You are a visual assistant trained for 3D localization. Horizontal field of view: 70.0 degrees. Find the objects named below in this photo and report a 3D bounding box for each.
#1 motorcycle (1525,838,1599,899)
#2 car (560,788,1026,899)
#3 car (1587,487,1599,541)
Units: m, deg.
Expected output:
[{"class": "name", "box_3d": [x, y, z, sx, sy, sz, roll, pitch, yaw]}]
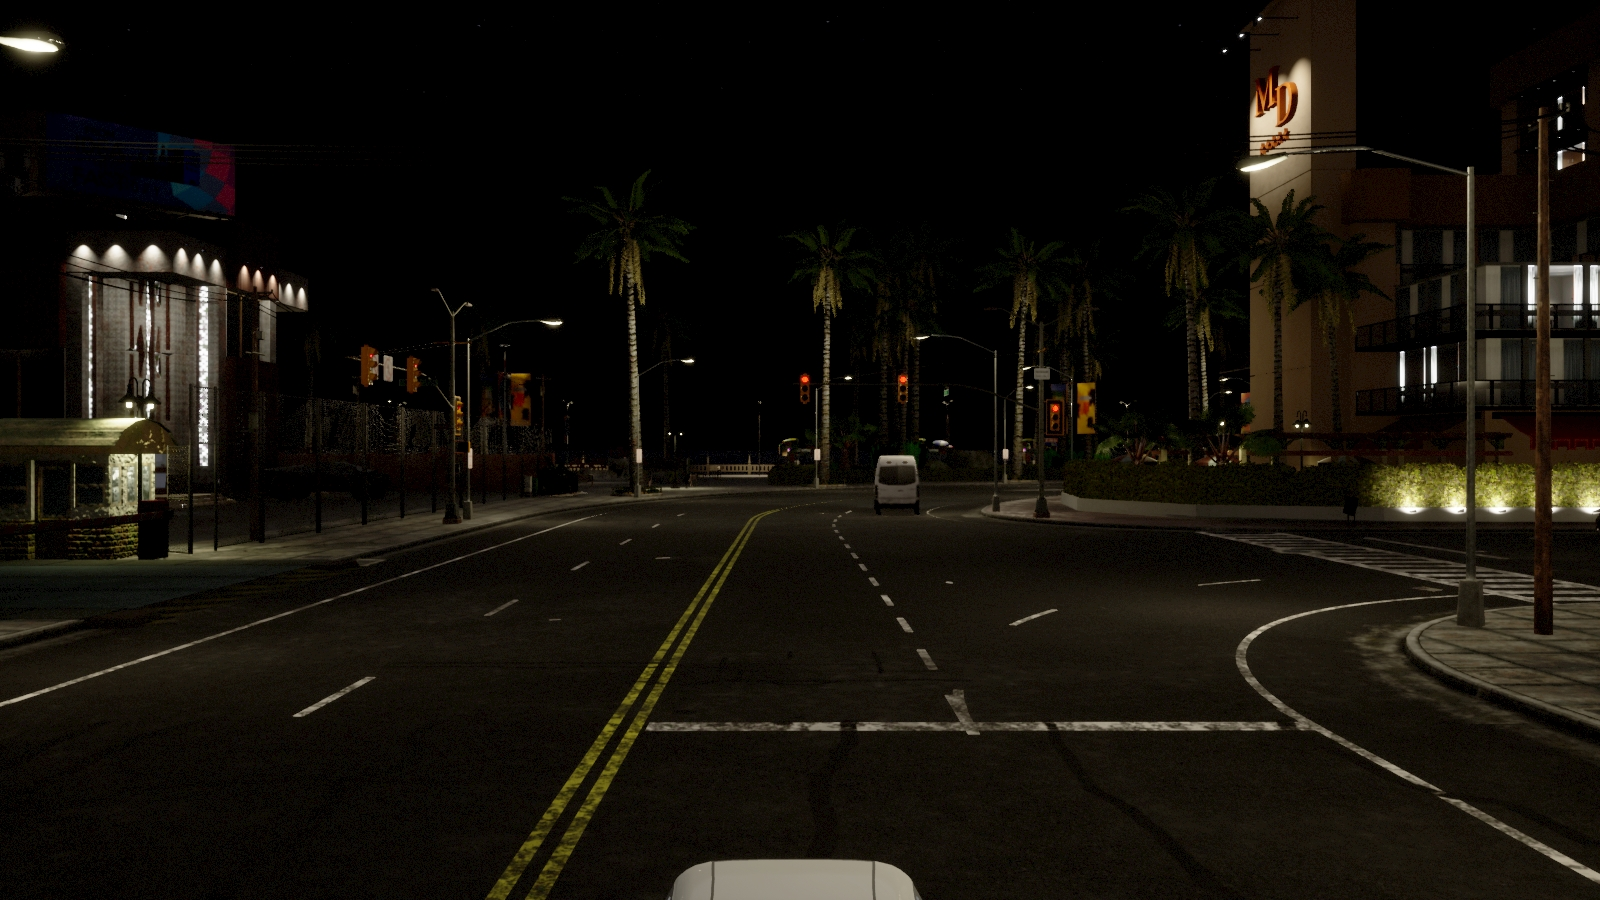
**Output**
[{"class": "motorcycle", "box_3d": [3.471, 2.213, 3.817, 0.803, 1.145, 2.033, 0, 0, 0]}, {"class": "car", "box_3d": [-0.022, 2.120, 3.707, 1.481, 1.376, 2.207, 0, 0, 0]}, {"class": "car", "box_3d": [27.253, 1.992, 34.866, 5.027, 1.651, 2.152, 0, 0, -1]}]
